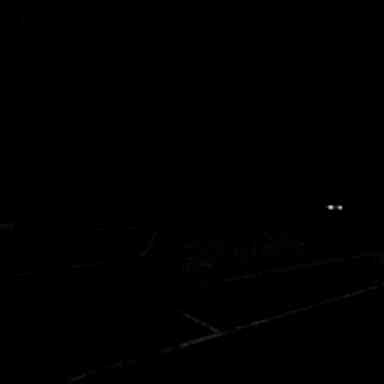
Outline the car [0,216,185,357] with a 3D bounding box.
[{"bbox_3d":[-2.451,1.337,4.884,5.009,1.841,2.192,1,-1,-35],"label":"car"}]
